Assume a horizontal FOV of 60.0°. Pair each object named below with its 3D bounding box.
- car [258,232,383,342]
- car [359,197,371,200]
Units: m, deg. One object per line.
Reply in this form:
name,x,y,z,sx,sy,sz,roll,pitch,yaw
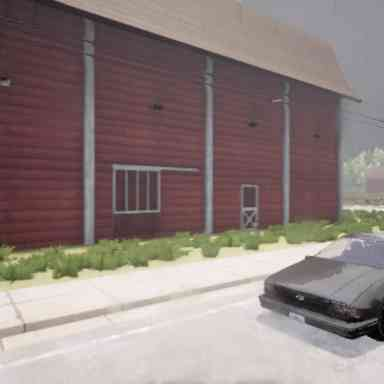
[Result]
car,3.785,1.565,6.700,5.357,1.411,2.033,0,0,-36
car,32.439,1.682,62.476,3.905,1.438,1.784,0,0,-36
